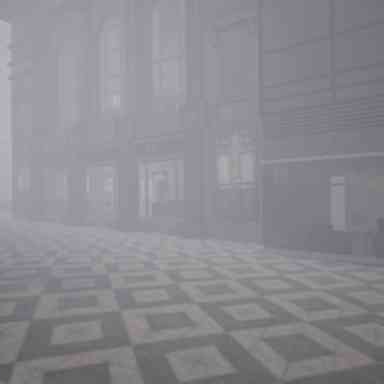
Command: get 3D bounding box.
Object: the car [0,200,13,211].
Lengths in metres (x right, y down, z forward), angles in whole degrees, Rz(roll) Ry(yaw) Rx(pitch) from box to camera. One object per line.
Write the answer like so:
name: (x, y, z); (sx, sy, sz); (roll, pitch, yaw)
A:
car: (-21.162, 1.550, 36.781); (1.947, 1.339, 4.313); (-1, -1, 35)
